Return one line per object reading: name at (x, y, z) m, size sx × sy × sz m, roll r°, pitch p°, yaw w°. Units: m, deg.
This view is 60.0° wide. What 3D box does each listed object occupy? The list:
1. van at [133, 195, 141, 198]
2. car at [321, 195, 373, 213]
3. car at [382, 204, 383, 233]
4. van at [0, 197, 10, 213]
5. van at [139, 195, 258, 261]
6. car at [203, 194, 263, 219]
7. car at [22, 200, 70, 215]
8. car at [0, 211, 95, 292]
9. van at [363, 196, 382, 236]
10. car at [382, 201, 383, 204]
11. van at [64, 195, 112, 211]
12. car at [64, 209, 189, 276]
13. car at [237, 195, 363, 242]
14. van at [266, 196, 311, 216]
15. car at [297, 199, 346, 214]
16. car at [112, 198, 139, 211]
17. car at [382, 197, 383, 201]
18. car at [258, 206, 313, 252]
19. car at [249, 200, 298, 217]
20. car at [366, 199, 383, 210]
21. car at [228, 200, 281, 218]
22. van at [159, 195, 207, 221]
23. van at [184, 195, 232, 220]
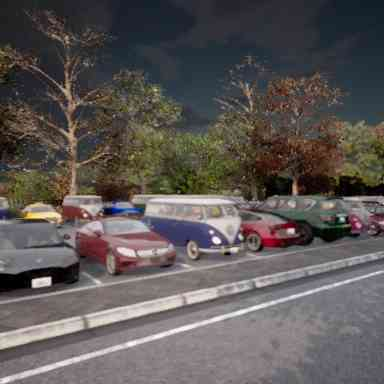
van at (-3.053, 1.208, 25.985) m, size 1.878 × 1.987 × 4.442 m, roll 0°, pitch 0°, yaw -35°
car at (19.564, 1.497, 42.210) m, size 2.435 × 2.045 × 5.566 m, roll 1°, pitch 0°, yaw -35°
car at (8.973, 1.536, 18.640) m, size 2.002 × 1.452 × 4.674 m, roll 1°, pitch 0°, yaw -35°
van at (-12.091, 1.245, 19.832) m, size 1.878 × 1.987 × 4.442 m, roll 0°, pitch 0°, yaw -35°
van at (0.014, 1.219, 12.110) m, size 1.878 × 1.987 × 4.442 m, roll 0°, pitch 0°, yaw -35°
car at (3.670, 1.276, 30.884) m, size 2.435 × 2.045 × 5.566 m, roll 1°, pitch 0°, yaw -35°
car at (-9.658, 1.454, 21.196) m, size 1.946 × 1.575 × 5.366 m, roll 0°, pitch 0°, yaw -36°
car at (-4.558, 1.501, 8.959) m, size 2.163 × 1.488 × 4.792 m, roll 0°, pitch 0°, yaw -36°
van at (6.784, 1.239, 16.934) m, size 1.878 × 1.987 × 4.442 m, roll 1°, pitch 0°, yaw -35°
car at (11.239, 1.527, 20.245) m, size 2.097 × 1.535 × 5.008 m, roll 1°, pitch 0°, yaw -35°
van at (-7.444, 1.218, 22.856) m, size 1.878 × 1.987 × 4.442 m, roll 0°, pitch 0°, yaw -35°
car at (-2.315, 1.498, 10.597) m, size 2.002 × 1.452 × 4.674 m, roll 0°, pitch 0°, yaw -35°
car at (4.439, 1.182, 15.441) m, size 2.435 × 2.045 × 5.566 m, roll 1°, pitch 0°, yaw -35°
van at (10.353, 1.396, 35.824) m, size 1.878 × 1.987 × 4.442 m, roll 1°, pitch 0°, yaw -35°
car at (15.036, 1.685, 39.011) m, size 2.097 × 1.535 × 5.008 m, roll 1°, pitch 0°, yaw -35°
car at (-5.258, 1.431, 24.564) m, size 2.097 × 1.535 × 5.008 m, roll 0°, pitch 0°, yaw -35°
car at (13.516, 1.433, 21.836) m, size 2.185 × 1.767 × 4.553 m, roll 1°, pitch 0°, yaw -35°
car at (2.196, 1.461, 13.844) m, size 2.163 × 1.488 × 4.792 m, roll 0°, pitch 0°, yaw -35°
car at (8.266, 1.632, 34.192) m, size 2.002 × 1.452 × 4.674 m, roll 1°, pitch 0°, yaw -35°
car at (28.565, 1.873, 48.664) m, size 2.097 × 1.535 × 5.008 m, roll 1°, pitch 0°, yaw -35°
car at (6.012, 1.560, 32.581) m, size 2.097 × 1.535 × 5.008 m, roll 1°, pitch 0°, yaw -35°
van at (-0.824, 1.241, 27.860) m, size 1.878 × 1.987 × 4.442 m, roll 1°, pitch 0°, yaw -35°
van at (1.330, 1.270, 29.395) m, size 1.878 × 1.987 × 4.442 m, roll 1°, pitch 0°, yaw -35°
